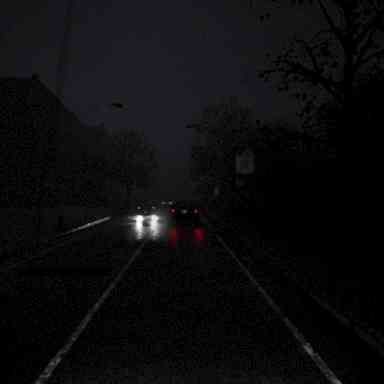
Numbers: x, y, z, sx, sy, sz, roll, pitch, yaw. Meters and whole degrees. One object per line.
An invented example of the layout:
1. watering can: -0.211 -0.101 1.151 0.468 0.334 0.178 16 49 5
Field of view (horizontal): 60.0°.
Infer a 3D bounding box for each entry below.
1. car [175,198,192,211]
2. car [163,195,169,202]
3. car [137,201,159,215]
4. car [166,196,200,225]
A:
1. car: -1.094 1.569 42.676 2.033 1.411 5.357 0 0 -2
2. car: -5.616 1.504 75.318 1.882 1.535 5.008 0 0 -2
3. car: -4.551 1.617 34.588 1.895 1.301 4.718 0 0 -2
4. car: -0.557 1.365 24.517 2.097 1.767 4.553 0 0 -2
